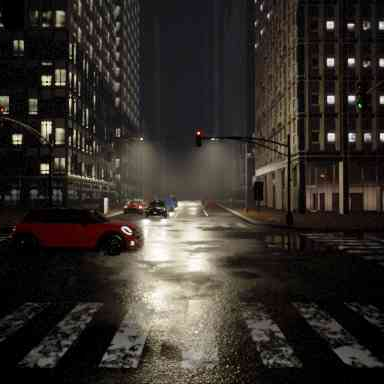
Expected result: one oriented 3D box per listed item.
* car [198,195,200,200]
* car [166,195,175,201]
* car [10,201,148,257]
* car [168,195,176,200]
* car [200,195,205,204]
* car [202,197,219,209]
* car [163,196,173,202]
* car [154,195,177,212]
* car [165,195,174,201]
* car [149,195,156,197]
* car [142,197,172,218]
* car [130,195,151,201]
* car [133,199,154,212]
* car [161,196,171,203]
[{"bbox_3d":[2.678,1.590,61.686,1.947,1.339,4.313,1,0,0],"label":"car"},{"bbox_3d":[-5.714,1.587,89.489,2.008,1.369,4.403,1,0,0],"label":"car"},{"bbox_3d":[-4.160,1.358,12.475,4.553,1.767,2.097,0,0,0],"label":"car"},{"bbox_3d":[-5.717,1.605,95.064,1.947,1.339,4.313,1,0,0],"label":"car"},{"bbox_3d":[2.681,1.547,56.279,1.752,1.417,4.829,1,0,0],"label":"car"},{"bbox_3d":[2.684,1.599,44.953,1.802,1.307,4.206,1,0,0],"label":"car"},{"bbox_3d":[-5.709,1.582,78.338,2.008,1.369,4.403,1,0,0],"label":"car"},{"bbox_3d":[-3.114,1.493,39.825,1.882,1.535,5.008,0,0,0],"label":"car"},{"bbox_3d":[-5.712,1.578,83.913,1.887,1.381,4.507,1,0,0],"label":"car"},{"bbox_3d":[-5.690,1.332,44.888,2.192,1.841,5.009,1,0,0],"label":"car"},{"bbox_3d":[-3.112,1.516,30.320,1.837,1.490,4.892,0,0,0],"label":"car"},{"bbox_3d":[-5.688,1.453,33.737,1.967,1.590,4.097,1,0,0],"label":"car"},{"bbox_3d":[-5.694,1.597,39.312,1.802,1.307,4.206,1,0,0],"label":"car"},{"bbox_3d":[-5.707,1.573,72.763,1.887,1.381,4.507,1,0,0],"label":"car"}]
